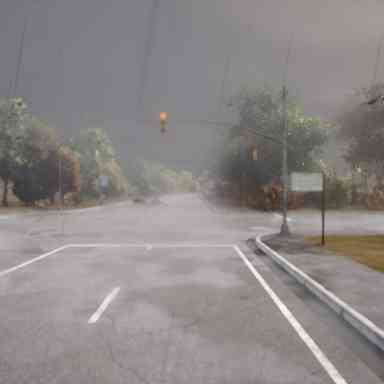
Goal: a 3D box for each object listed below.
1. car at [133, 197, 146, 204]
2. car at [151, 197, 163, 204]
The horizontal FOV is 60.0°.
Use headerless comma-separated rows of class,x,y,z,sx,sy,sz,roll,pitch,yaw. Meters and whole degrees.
car,-10.348,1.643,65.510,1.895,1.301,4.718,0,0,1
car,-6.848,1.643,65.501,1.895,1.301,4.718,0,0,1
